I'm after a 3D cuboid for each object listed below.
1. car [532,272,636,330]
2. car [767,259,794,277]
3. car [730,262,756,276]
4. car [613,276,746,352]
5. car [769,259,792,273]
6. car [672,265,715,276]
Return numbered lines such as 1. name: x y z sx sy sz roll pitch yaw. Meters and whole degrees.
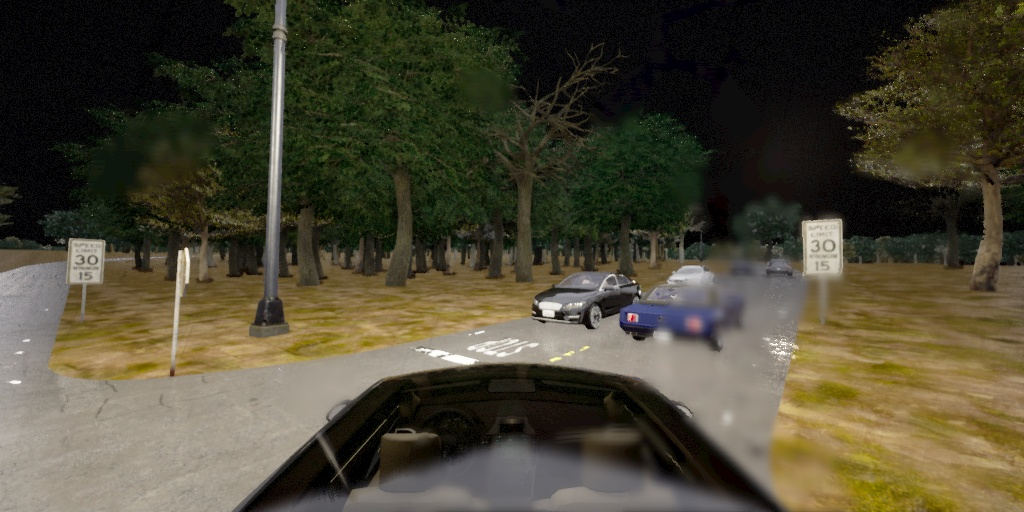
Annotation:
1. car: 2.555 1.272 11.474 2.128 1.511 4.902 -1 -1 40
2. car: 25.866 1.238 34.586 1.994 1.385 4.181 -1 0 38
3. car: 23.647 1.305 36.682 1.895 1.301 4.718 -1 0 38
4. car: 4.506 1.344 8.983 1.895 1.301 4.718 -1 -1 40
5. car: 31.819 1.129 42.629 2.128 1.511 4.902 -1 0 36
6. car: 10.553 1.289 20.924 1.812 1.442 4.674 -1 0 40
